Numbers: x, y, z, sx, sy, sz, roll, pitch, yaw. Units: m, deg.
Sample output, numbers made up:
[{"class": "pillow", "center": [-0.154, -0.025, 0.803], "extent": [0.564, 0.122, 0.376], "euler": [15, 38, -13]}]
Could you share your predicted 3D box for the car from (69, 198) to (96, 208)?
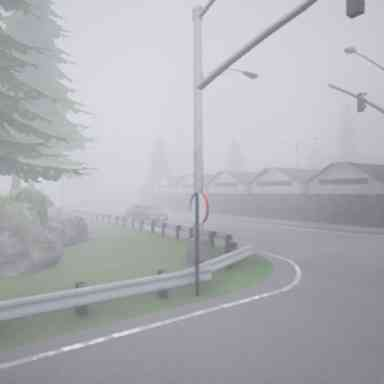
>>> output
[{"class": "car", "center": [-15.865, 1.597, 48.621], "extent": [2.033, 1.411, 5.357], "euler": [0, 0, 9]}]

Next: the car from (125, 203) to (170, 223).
[{"class": "car", "center": [-3.486, 1.597, 25.218], "extent": [1.837, 1.490, 4.892], "euler": [-1, 0, -35]}]
